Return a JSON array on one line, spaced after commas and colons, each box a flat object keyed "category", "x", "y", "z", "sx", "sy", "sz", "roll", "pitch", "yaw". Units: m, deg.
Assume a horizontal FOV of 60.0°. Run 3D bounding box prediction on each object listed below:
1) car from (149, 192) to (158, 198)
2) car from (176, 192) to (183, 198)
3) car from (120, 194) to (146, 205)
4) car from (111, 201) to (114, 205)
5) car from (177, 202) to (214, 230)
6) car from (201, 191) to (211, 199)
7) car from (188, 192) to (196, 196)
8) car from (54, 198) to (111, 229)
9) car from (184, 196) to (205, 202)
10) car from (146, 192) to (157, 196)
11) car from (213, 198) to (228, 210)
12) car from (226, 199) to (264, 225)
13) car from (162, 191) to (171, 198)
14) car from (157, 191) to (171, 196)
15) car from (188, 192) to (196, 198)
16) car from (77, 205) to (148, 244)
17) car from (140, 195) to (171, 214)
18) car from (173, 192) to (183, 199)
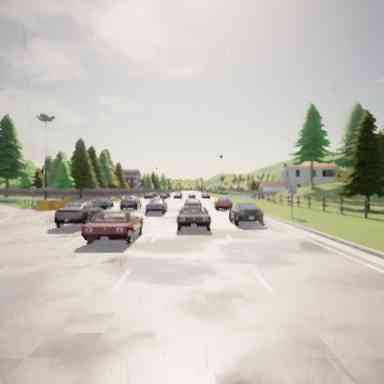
[{"category": "car", "x": -10.494, "y": 0.785, "z": 91.479, "sx": 1.812, "sy": 1.442, "sz": 4.674, "roll": 0, "pitch": 0, "yaw": 0}, {"category": "car", "x": -3.494, "y": 0.761, "z": 91.479, "sx": 1.837, "sy": 1.490, "sz": 4.892, "roll": 0, "pitch": 0, "yaw": 0}, {"category": "car", "x": -6.898, "y": 1.255, "z": 37.746, "sx": 2.128, "sy": 1.511, "sz": 4.902, "roll": 0, "pitch": 0, "yaw": 0}, {"category": "car", "x": -10.397, "y": 1.323, "z": 38.496, "sx": 1.994, "sy": 1.385, "sz": 4.181, "roll": 0, "pitch": 0, "yaw": 0}, {"category": "car", "x": 0.101, "y": 1.476, "z": 19.930, "sx": 1.895, "sy": 1.301, "sz": 4.718, "roll": 0, "pitch": 0, "yaw": 0}, {"category": "car", "x": 3.505, "y": 1.036, "z": 81.476, "sx": 1.994, "sy": 1.385, "sz": 4.181, "roll": 0, "pitch": 0, "yaw": 0}, {"category": "car", "x": 0.005, "y": 1.011, "z": 81.060, "sx": 2.128, "sy": 1.511, "sz": 4.902, "roll": 0, "pitch": 0, "yaw": 0}, {"category": "car", "x": -6.897, "y": 1.361, "z": 20.746, "sx": 2.128, "sy": 1.511, "sz": 4.902, "roll": 0, "pitch": 0, "yaw": 0}, {"category": "car", "x": 0.103, "y": 1.374, "z": 36.272, "sx": 1.895, "sy": 1.301, "sz": 4.718, "roll": 0, "pitch": 0, "yaw": 0}, {"category": "car", "x": -10.495, "y": 1.011, "z": 81.060, "sx": 2.128, "sy": 1.511, "sz": 4.902, "roll": 0, "pitch": 0, "yaw": 0}, {"category": "car", "x": 3.602, "y": 1.323, "z": 38.489, "sx": 1.994, "sy": 1.385, "sz": 4.181, "roll": 0, "pitch": 0, "yaw": 0}, {"category": "car", "x": 3.586, "y": 1.386, "z": 22.325, "sx": 1.812, "sy": 1.442, "sz": 4.674, "roll": 0, "pitch": 0, "yaw": 0}, {"category": "car", "x": -6.994, "y": 0.617, "z": 91.448, "sx": 2.097, "sy": 1.767, "sz": 4.553, "roll": 0, "pitch": 0, "yaw": 0}, {"category": "car", "x": -6.995, "y": 1.035, "z": 81.444, "sx": 1.994, "sy": 1.385, "sz": 4.181, "roll": 0, "pitch": 0, "yaw": 0}, {"category": "car", "x": 0.006, "y": 0.814, "z": 91.479, "sx": 1.994, "sy": 1.385, "sz": 4.181, "roll": 0, "pitch": 0, "yaw": 0}, {"category": "car", "x": -3.397, "y": 1.505, "z": 15.167, "sx": 1.895, "sy": 1.301, "sz": 4.718, "roll": 0, "pitch": 0, "yaw": 0}, {"category": "car", "x": -3.398, "y": 1.344, "z": 32.421, "sx": 2.033, "sy": 1.411, "sz": 5.357, "roll": 0, "pitch": 0, "yaw": 0}, {"category": "car", "x": -3.495, "y": 1.036, "z": 81.477, "sx": 1.994, "sy": 1.385, "sz": 4.181, "roll": 0, "pitch": 0, "yaw": 0}]
